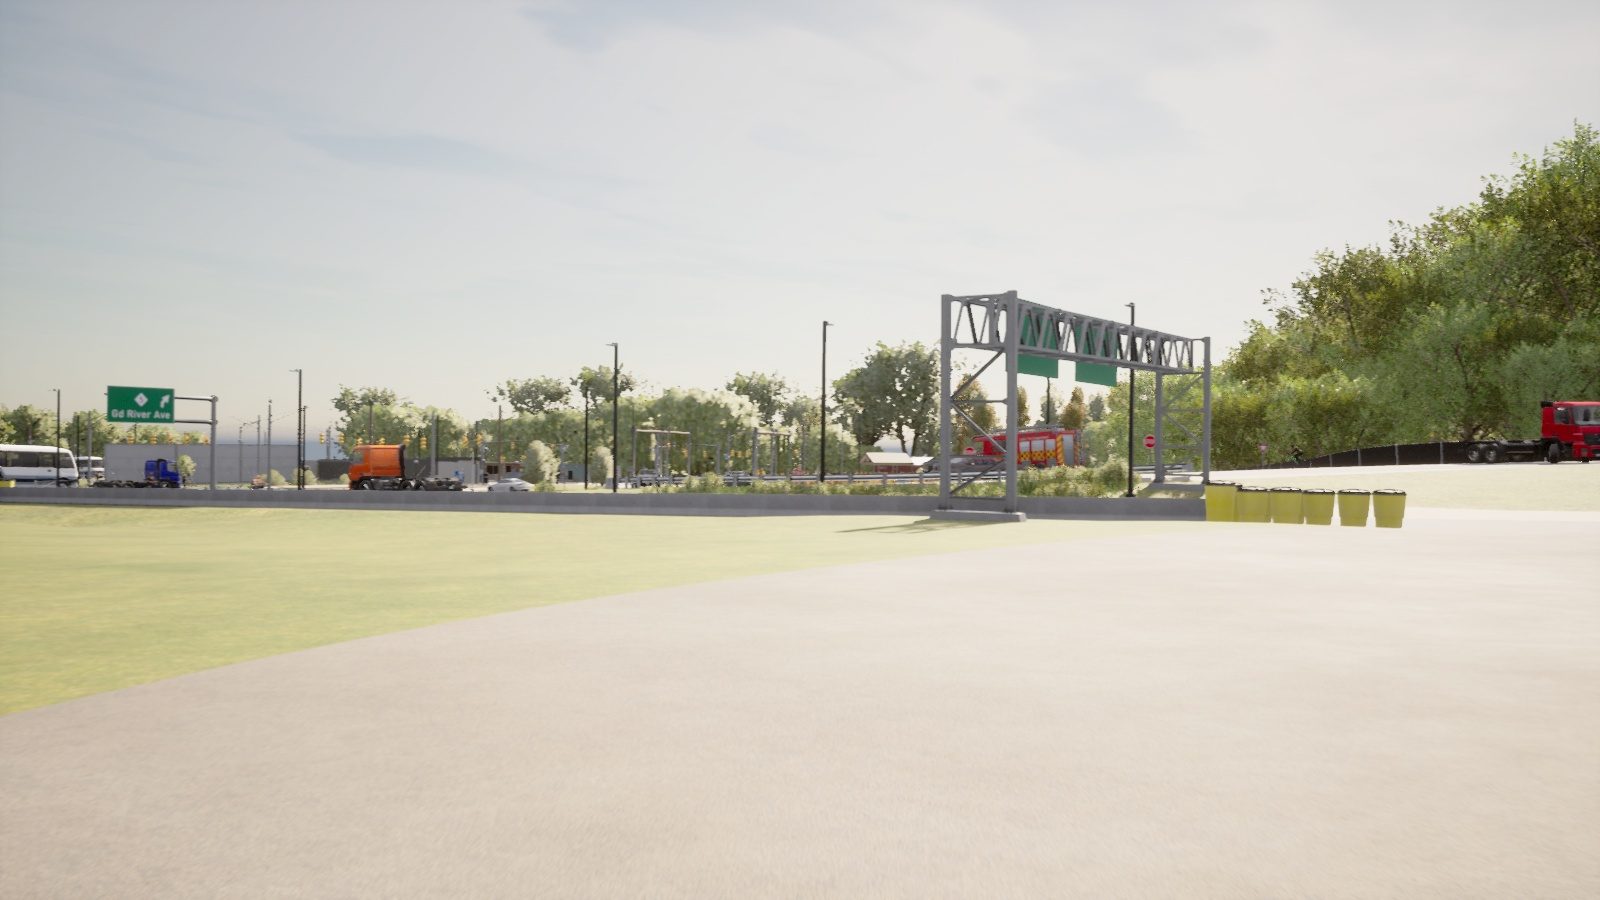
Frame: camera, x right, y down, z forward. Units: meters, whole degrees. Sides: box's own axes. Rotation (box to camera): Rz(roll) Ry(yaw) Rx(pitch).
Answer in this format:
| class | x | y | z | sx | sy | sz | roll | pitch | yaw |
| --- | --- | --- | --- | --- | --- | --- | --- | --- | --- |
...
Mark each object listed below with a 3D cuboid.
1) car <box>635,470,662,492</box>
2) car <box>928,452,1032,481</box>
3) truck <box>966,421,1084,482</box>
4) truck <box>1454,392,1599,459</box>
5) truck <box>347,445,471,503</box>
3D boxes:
| class | x | y | z | sx | sy | sz | roll | pitch | yaw |
| --- | --- | --- | --- | --- | --- | --- | --- | --- | --- |
| car | -10.667 | 2.170 | 88.353 | 1.816 | 1.474 | 4.193 | 0 | -2 | -7 |
| car | 9.968 | 0.907 | 69.369 | 5.357 | 1.411 | 2.033 | -2 | -1 | -24 |
| truck | 16.360 | 0.171 | 91.928 | 2.891 | 3.827 | 8.468 | -2 | -3 | -40 |
| truck | 41.187 | -1.302 | 70.520 | 2.891 | 3.462 | 7.936 | -2 | 0 | -20 |
| truck | -24.588 | 1.523 | 78.763 | 7.936 | 3.462 | 2.891 | -1 | -1 | 32 |
